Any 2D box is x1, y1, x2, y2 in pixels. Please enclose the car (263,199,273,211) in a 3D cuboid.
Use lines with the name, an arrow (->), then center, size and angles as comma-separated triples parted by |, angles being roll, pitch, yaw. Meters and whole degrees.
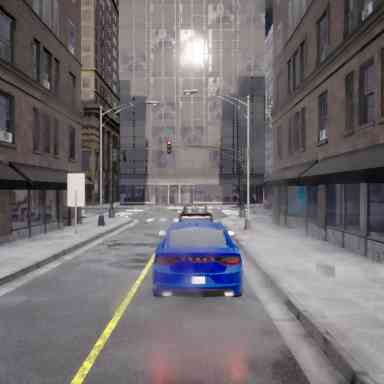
car -> 10.555, 1.222, 38.423 | 4.553, 1.767, 2.097 | 0, 0, 0

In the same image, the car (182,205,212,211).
car -> 0.181, 1.480, 19.057 | 2.128, 1.511, 4.902 | 0, 0, -1

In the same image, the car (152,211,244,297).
car -> 0.125, 1.473, 8.611 | 1.882, 1.535, 5.008 | 0, 0, 0

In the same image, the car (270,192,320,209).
car -> 12.780, 1.057, 41.670 | 5.566, 2.045, 2.150 | 0, 0, 0
